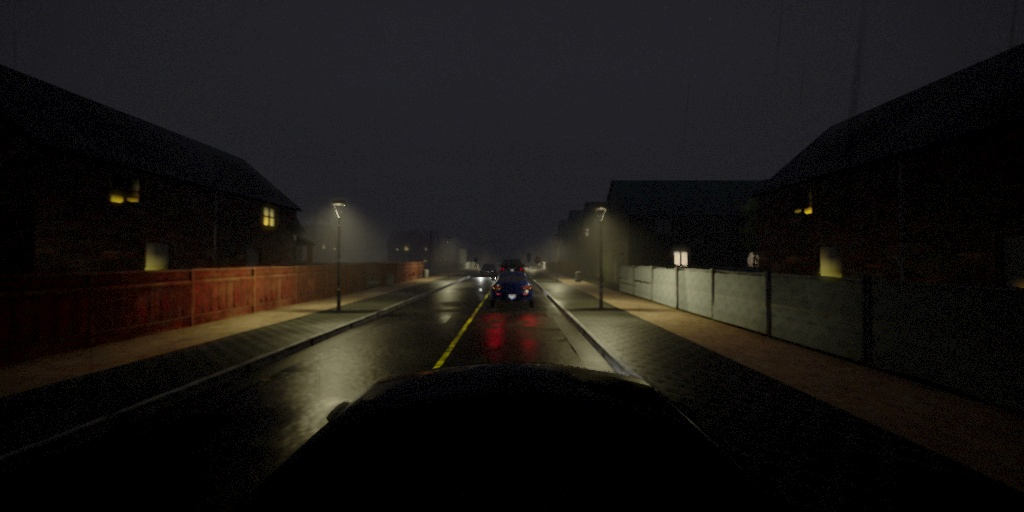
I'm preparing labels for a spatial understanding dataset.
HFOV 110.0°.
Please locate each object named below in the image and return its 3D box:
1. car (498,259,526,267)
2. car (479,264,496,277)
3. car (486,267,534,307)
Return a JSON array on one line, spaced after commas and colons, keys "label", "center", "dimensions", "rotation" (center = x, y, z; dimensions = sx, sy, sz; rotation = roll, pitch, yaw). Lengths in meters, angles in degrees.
[{"label": "car", "center": [0.012, 1.239, 30.856], "dimensions": [2.150, 2.045, 5.566], "rotation": [0, 0, 0]}, {"label": "car", "center": [-2.738, 1.642, 42.281], "dimensions": [1.837, 1.490, 4.892], "rotation": [0, -1, 0]}, {"label": "car", "center": [0.010, 1.412, 16.239], "dimensions": [1.812, 1.442, 4.674], "rotation": [0, 0, 0]}]
